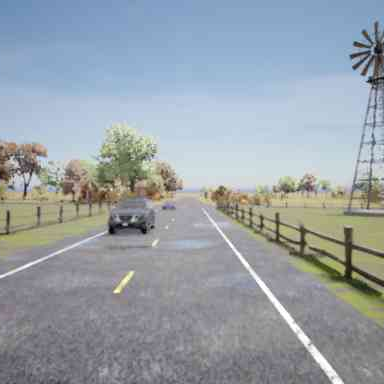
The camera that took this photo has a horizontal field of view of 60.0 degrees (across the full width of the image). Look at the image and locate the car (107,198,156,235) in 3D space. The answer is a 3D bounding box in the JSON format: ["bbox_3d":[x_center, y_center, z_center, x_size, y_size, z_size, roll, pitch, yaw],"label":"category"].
[{"bbox_3d":[-3.536,1.417,20.498,2.150,2.045,5.566,0,-1,1],"label":"car"}]

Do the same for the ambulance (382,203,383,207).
[{"bbox_3d":[43.845,2.361,70.503,6.366,2.431,2.351,1,0,0],"label":"ambulance"}]

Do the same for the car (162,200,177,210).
[{"bbox_3d":[-3.505,2.006,51.736,1.812,1.442,4.674,0,-1,1],"label":"car"}]
